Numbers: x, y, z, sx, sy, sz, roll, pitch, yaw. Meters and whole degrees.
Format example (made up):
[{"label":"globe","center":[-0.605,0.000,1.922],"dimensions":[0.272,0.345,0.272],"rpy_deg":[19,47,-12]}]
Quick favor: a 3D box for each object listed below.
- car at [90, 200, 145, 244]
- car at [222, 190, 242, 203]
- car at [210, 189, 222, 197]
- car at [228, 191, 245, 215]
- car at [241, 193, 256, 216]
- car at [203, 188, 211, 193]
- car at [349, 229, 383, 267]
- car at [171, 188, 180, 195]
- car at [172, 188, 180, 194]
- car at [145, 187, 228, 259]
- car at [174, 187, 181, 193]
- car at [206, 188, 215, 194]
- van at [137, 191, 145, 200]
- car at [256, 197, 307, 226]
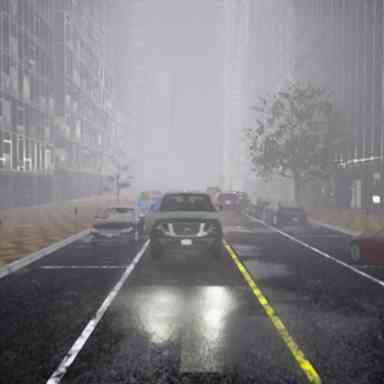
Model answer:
[{"label":"car","center":[-2.917,1.253,13.790],"dimensions":[2.008,1.369,4.403],"rpy_deg":[0,1,-1]},{"label":"car","center":[5.037,0.536,42.362],"dimensions":[1.967,1.590,4.097],"rpy_deg":[0,1,-1]},{"label":"car","center":[4.696,0.126,65.127],"dimensions":[1.887,1.381,4.507],"rpy_deg":[0,1,-1]},{"label":"car","center":[2.643,0.788,26.797],"dimensions":[2.097,1.767,4.553],"rpy_deg":[0,1,0]},{"label":"car","center":[5.292,1.026,25.294],"dimensions":[2.008,1.369,4.403],"rpy_deg":[0,1,-1]},{"label":"car","center":[4.270,-0.518,93.577],"dimensions":[1.947,1.339,4.313],"rpy_deg":[0,1,-1]},{"label":"car","center":[5.548,1.422,8.223],"dimensions":[1.802,1.307,4.206],"rpy_deg":[0,1,-1]},{"label":"car","center":[-3.854,-0.157,76.387],"dimensions":[1.887,1.381,4.507],"rpy_deg":[0,1,-1]},{"label":"car","center":[-3.940,-0.253,82.080],"dimensions":[1.802,1.307,4.206],"rpy_deg":[0,1,-1]},{"label":"car","center":[-0.199,0.970,11.911],"dimensions":[2.150,2.045,5.566],"rpy_deg":[0,1,-1]},{"label":"car","center":[-4.110,-0.558,93.459],"dimensions":[1.887,1.381,4.507],"rpy_deg":[0,1,-1]},{"label":"car","center":[4.440,-0.250,82.197],"dimensions":[1.947,1.339,4.313],"rpy_deg":[0,1,-1]},{"label":"van","center":[-3.087,0.798,25.167],"dimensions":[1.690,1.788,3.998],"rpy_deg":[0,1,-1]},{"label":"car","center":[5.377,1.150,19.603],"dimensions":[2.008,1.369,4.403],"rpy_deg":[0,1,-1]}]
